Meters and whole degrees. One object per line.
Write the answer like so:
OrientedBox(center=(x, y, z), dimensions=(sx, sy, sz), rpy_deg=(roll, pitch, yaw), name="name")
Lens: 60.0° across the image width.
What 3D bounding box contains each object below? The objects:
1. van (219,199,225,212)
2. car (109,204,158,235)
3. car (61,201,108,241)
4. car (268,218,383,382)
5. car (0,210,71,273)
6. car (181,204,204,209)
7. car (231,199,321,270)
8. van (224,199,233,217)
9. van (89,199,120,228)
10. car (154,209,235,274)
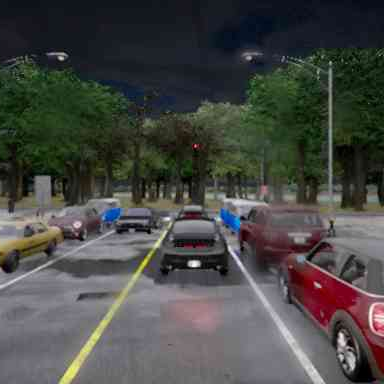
OrientedBox(center=(2.757, 1.346, 21.771), dimensions=(1.690, 1.788, 3.998), rpy_deg=(0, 0, 0), name="van")
OrientedBox(center=(-3.002, 1.552, 19.218), dimensions=(2.033, 1.411, 5.357), rpy_deg=(0, 0, 0), name="car")
OrientedBox(center=(-5.767, 1.444, 16.332), dimensions=(1.967, 1.590, 4.097), rpy_deg=(0, 0, 0), name="car")
OrientedBox(center=(2.760, 1.441, 5.458), dimensions=(1.967, 1.590, 4.097), rpy_deg=(0, 0, 0), name="car")
OrientedBox(center=(-5.766, 1.528, 10.725), dimensions=(1.752, 1.417, 4.829), rpy_deg=(0, 0, 0), name="car")
OrientedBox(center=(0.007, 1.510, 21.473), dimensions=(1.837, 1.490, 4.892), rpy_deg=(0, 0, -1), name="car")
OrientedBox(center=(2.759, 1.317, 10.896), dimensions=(2.192, 1.841, 5.009), rpy_deg=(0, 0, 0), name="car")
OrientedBox(center=(2.758, 1.344, 16.334), dimensions=(1.690, 1.788, 3.998), rpy_deg=(0, 0, 0), name="van")
OrientedBox(center=(-5.769, 1.346, 21.770), dimensions=(1.690, 1.788, 3.998), rpy_deg=(0, 0, 0), name="van")
OrientedBox(center=(0.067, 1.506, 10.516), dimensions=(1.837, 1.490, 4.892), rpy_deg=(0, 0, 0), name="car")
